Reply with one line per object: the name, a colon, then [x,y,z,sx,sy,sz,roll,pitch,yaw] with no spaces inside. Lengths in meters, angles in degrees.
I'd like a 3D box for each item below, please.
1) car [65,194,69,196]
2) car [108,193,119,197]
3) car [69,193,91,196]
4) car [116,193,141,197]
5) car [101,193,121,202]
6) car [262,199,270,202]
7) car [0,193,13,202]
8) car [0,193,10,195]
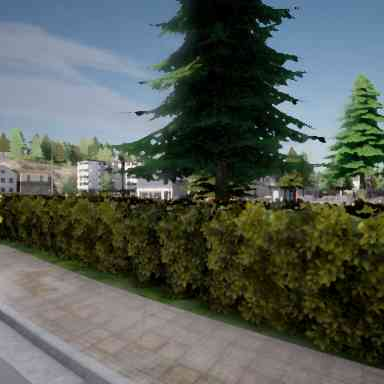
car: [-31.240,1.232,85.657,3.806,1.475,1.970,0,0,-45]
car: [-15.238,1.097,70.372,4.605,1.855,1.932,0,0,-45]
car: [-26.519,1.153,81.299,5.027,1.636,2.152,0,0,-45]
car: [-9.719,1.384,53.936,3.806,1.475,1.970,0,0,-45]
car: [-17.566,1.077,72.159,3.866,1.878,1.905,0,0,-45]
car: [9.860,1.586,49.452,4.181,1.385,1.994,0,0,-45]
car: [-41.134,1.097,71.377,4.605,1.855,1.932,0,0,-45]
car: [-15.431,1.221,24.328,5.566,2.045,2.150,0,0,-45]
